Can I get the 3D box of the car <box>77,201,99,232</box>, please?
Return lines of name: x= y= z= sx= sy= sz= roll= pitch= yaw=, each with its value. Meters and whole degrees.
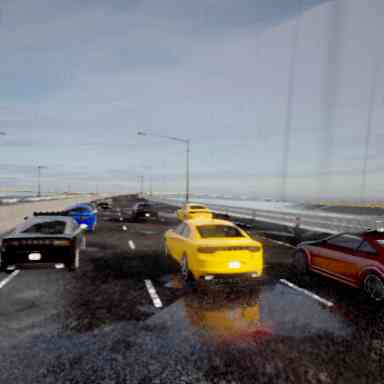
car: x=-6.958 y=1.535 z=20.520 sx=1.882 sy=1.535 sz=5.008 roll=1 pitch=0 yaw=-14

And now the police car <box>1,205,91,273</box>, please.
police car: x=-4.595 y=1.445 z=10.932 sx=1.930 sy=1.638 sz=5.238 roll=1 pitch=0 yaw=-14

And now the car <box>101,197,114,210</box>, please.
car: x=-11.729 y=1.650 z=44.884 sx=2.128 sy=1.511 sz=4.902 roll=1 pitch=0 yaw=-13

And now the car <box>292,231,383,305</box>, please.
car: x=4.396 y=1.691 z=8.572 sx=1.994 sy=1.385 sz=4.181 roll=1 pitch=0 yaw=-14

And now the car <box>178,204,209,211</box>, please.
car: x=0.087 y=1.672 z=26.052 sx=1.882 sy=1.535 sz=5.008 roll=1 pitch=0 yaw=-14

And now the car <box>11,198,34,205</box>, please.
car: x=-22.496 y=1.553 z=44.453 sx=2.033 sy=1.411 sz=5.357 roll=1 pitch=0 yaw=-13

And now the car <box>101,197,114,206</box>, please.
car: x=-15.580 y=1.707 z=61.475 sx=2.128 sy=1.511 sz=4.902 roll=1 pitch=0 yaw=-13

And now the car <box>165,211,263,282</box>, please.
car: x=0.389 y=1.561 z=10.177 sx=1.882 sy=1.535 sz=5.008 roll=1 pitch=0 yaw=-14

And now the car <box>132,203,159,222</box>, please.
car: x=-4.012 y=1.629 z=28.106 sx=1.882 sy=1.535 sz=5.008 roll=1 pitch=0 yaw=-14

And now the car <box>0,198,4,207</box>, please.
car: x=-25.689 y=1.440 z=42.749 sx=2.128 sy=1.511 sz=4.902 roll=1 pitch=0 yaw=-13

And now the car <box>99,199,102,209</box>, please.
car: x=-8.375 y=1.583 z=26.341 sx=1.837 sy=1.490 sz=4.892 roll=1 pitch=0 yaw=-14
